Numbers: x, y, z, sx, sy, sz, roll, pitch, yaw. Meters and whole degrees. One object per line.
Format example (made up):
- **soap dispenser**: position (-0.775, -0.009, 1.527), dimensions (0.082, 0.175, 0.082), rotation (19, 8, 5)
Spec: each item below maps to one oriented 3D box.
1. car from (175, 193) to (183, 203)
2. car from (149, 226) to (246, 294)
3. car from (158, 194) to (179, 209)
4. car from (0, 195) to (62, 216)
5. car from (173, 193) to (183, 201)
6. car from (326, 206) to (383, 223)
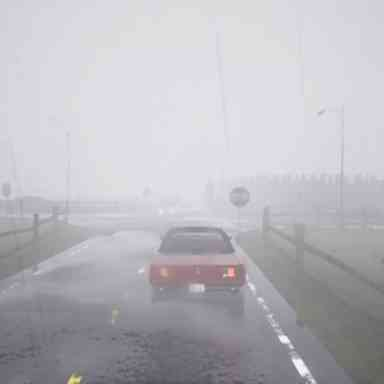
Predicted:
- **car**: position (-2.826, 1.093, 52.152), dimensions (2.033, 1.411, 5.357), rotation (0, 0, 0)
- **car**: position (0.101, 1.522, 8.534), dimensions (1.895, 1.301, 4.718), rotation (0, 1, 0)
- **car**: position (-2.851, 1.213, 39.485), dimensions (1.994, 1.385, 4.181), rotation (0, 0, -1)
- **car**: position (-12.804, 0.982, 26.005), dimensions (5.008, 1.535, 1.882), rotation (1, -1, 4)
- **car**: position (-2.750, 0.896, 67.926), dimensions (1.882, 1.535, 5.008), rotation (0, 0, 0)
- **car**: position (12.975, 1.712, 25.967), dimensions (4.718, 1.301, 1.895), rotation (1, 0, 2)
